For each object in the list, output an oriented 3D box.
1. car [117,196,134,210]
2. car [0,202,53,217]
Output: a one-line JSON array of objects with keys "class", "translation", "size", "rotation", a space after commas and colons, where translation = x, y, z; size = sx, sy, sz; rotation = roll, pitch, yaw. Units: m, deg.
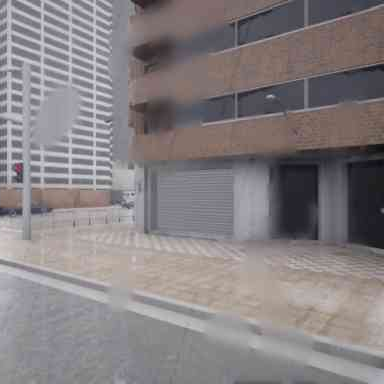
[{"class": "car", "translation": [-6.654, 1.540, 43.243], "size": [2.033, 1.411, 5.357], "rotation": [0, 0, 36]}, {"class": "car", "translation": [-15.582, 1.593, 31.009], "size": [1.895, 1.301, 4.718], "rotation": [0, 0, 36]}]
